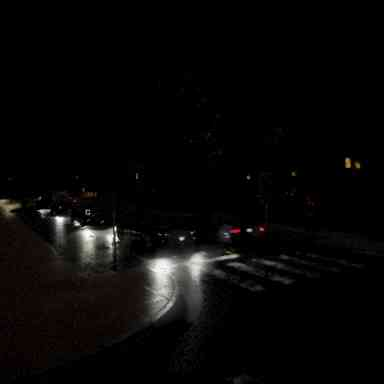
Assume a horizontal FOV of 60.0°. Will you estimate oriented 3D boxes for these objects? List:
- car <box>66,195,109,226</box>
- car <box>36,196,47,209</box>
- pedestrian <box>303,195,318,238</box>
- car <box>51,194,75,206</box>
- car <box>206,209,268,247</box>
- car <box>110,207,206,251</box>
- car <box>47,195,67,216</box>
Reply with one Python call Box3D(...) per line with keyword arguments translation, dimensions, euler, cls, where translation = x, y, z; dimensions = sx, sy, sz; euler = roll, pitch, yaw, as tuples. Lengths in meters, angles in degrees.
Box3D(translation=(-6.583, 1.190, 22.028), dimensions=(2.097, 1.767, 4.553), euler=(-1, 1, -32), cls="car")
Box3D(translation=(-16.955, 1.173, 38.742), dimensions=(2.033, 1.411, 5.357), euler=(-1, 1, -31), cls="car")
Box3D(translation=(5.083, 1.033, 14.304), dimensions=(0.375, 1.860, 0.375), euler=(0, -1, -32), cls="pedestrian")
Box3D(translation=(-17.559, 1.067, 45.227), dimensions=(2.033, 1.411, 5.357), euler=(-1, 1, -33), cls="car")
Box3D(translation=(0.998, 1.461, 14.727), dimensions=(2.033, 1.411, 5.357), euler=(-1, 1, -28), cls="car")
Box3D(translation=(-1.699, 1.448, 14.269), dimensions=(1.837, 1.490, 4.892), euler=(-1, 1, -33), cls="car")
Box3D(translation=(-11.480, 1.261, 29.911), dimensions=(1.812, 1.442, 4.674), euler=(-1, 1, -32), cls="car")
